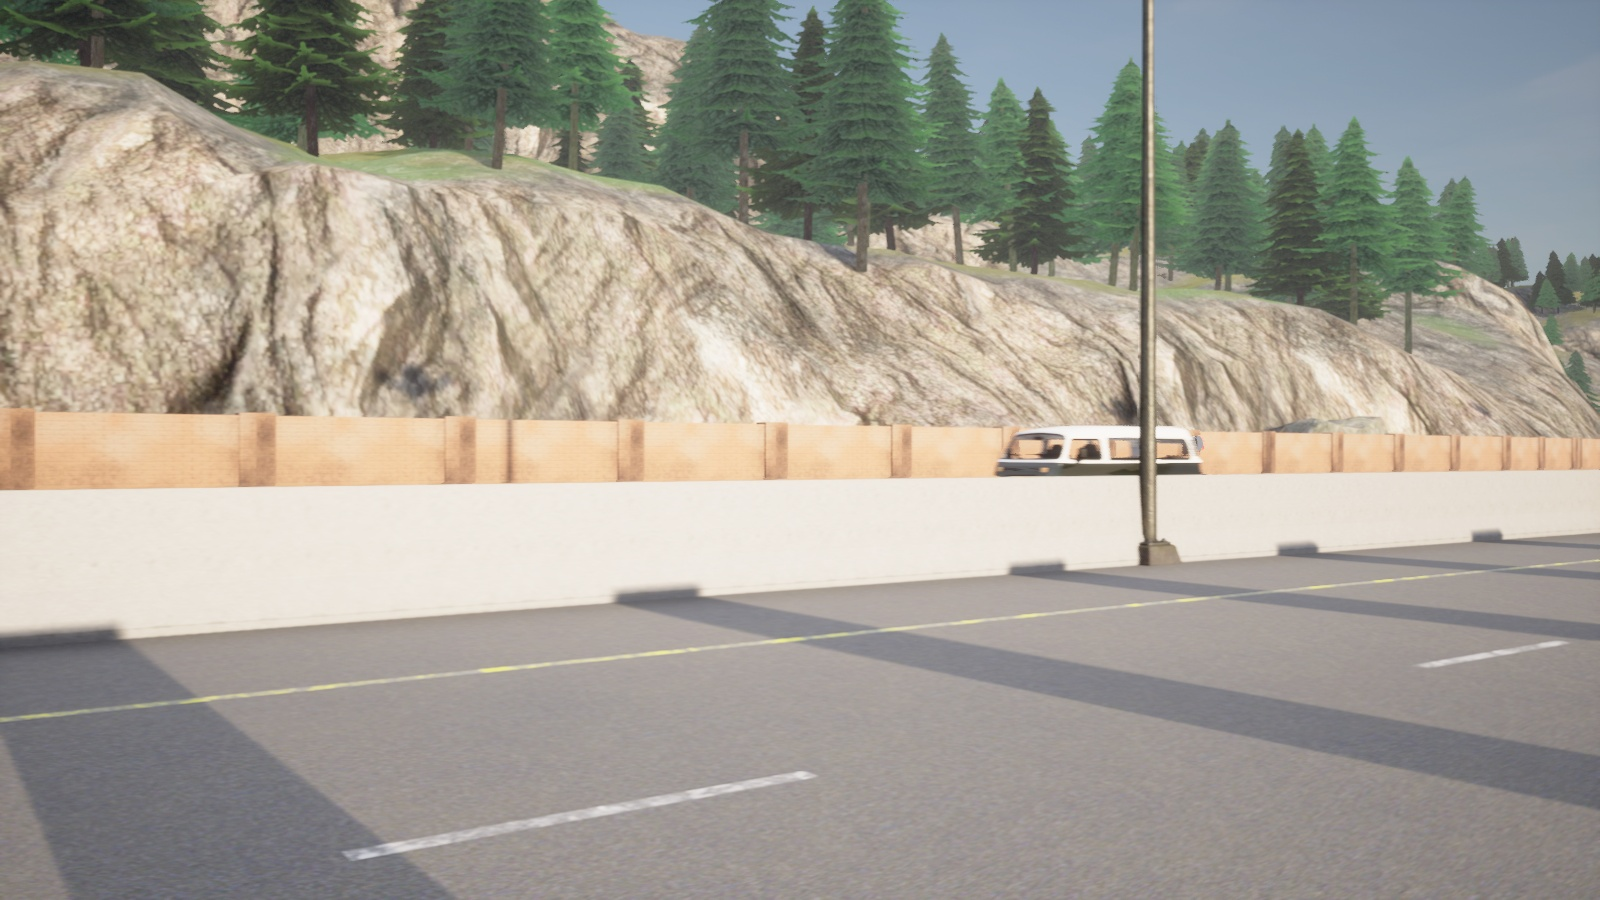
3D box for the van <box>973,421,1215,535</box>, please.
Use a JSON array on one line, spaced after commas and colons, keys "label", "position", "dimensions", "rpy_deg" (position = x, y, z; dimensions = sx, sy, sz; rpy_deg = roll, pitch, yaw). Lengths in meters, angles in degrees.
[{"label": "van", "position": [5.767, 0.505, 24.471], "dimensions": [4.480, 2.038, 2.069], "rpy_deg": [0, 0, -33]}]
